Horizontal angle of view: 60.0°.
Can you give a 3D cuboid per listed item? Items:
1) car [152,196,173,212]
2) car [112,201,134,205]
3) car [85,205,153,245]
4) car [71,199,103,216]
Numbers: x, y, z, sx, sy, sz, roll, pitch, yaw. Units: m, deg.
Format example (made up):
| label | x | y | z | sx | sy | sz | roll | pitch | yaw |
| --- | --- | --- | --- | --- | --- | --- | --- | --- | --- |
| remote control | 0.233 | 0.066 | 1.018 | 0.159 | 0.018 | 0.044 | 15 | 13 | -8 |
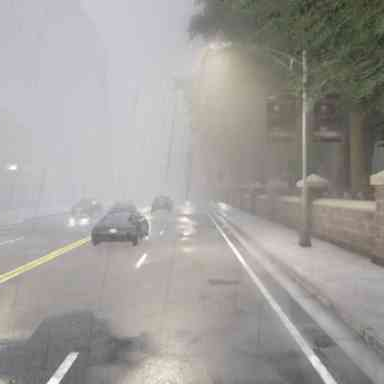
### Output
| label | x | y | z | sx | sy | sz | roll | pitch | yaw |
| --- | --- | --- | --- | --- | --- | --- | --- | --- | --- |
| car | -3.165 | 1.237 | 36.248 | 2.097 | 1.767 | 4.553 | 0 | 0 | 0 |
| car | -6.516 | 1.506 | 31.227 | 1.895 | 1.301 | 4.718 | 0 | 0 | 0 |
| car | -3.156 | 1.517 | 15.303 | 1.994 | 1.385 | 4.181 | 0 | 0 | 0 |
| car | -9.768 | 1.403 | 31.163 | 2.128 | 1.511 | 4.902 | 0 | 0 | 0 |
